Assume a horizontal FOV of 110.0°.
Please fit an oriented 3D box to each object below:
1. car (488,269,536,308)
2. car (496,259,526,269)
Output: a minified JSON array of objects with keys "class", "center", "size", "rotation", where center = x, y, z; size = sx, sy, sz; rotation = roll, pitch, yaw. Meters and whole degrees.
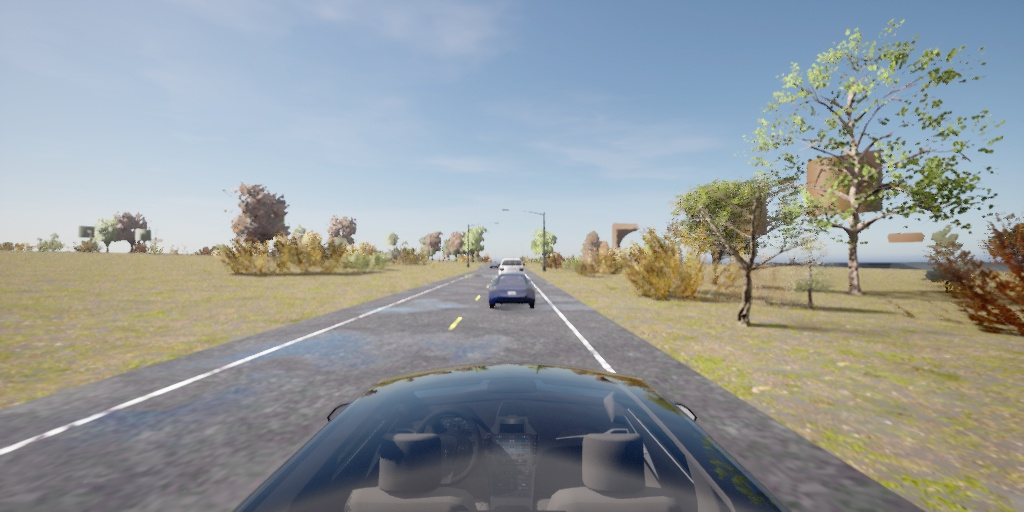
[{"class":"car","center":[-0.001,1.453,16.173],"size":[1.994,1.385,4.181],"rotation":[0,-1,0]},{"class":"car","center":[-0.013,1.250,30.859],"size":[2.150,2.045,5.566],"rotation":[0,0,0]}]
